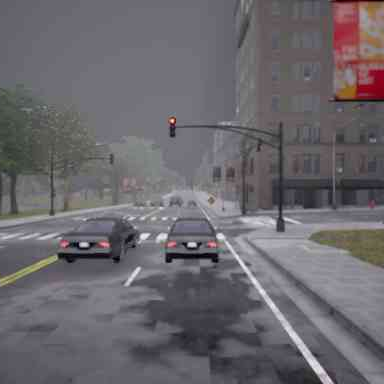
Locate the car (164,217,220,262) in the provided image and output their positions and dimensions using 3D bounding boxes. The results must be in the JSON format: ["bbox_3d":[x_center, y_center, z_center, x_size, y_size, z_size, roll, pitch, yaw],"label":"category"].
[{"bbox_3d":[0.008,1.654,12.517,2.033,1.411,5.357,0,0,0],"label":"car"}]

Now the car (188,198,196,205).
[{"bbox_3d":[0.017,2.222,79.720,1.837,1.490,4.892,0,-1,0],"label":"car"}]

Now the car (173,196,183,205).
[{"bbox_3d":[-3.233,1.947,79.753,2.150,2.045,5.566,0,-1,0],"label":"car"}]

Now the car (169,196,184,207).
[{"bbox_3d":[-3.224,1.885,64.992,2.150,2.045,5.566,0,0,0],"label":"car"}]

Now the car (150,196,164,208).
[{"bbox_3d":[-6.519,1.856,62.737,2.150,2.045,5.566,0,-1,1],"label":"car"}]

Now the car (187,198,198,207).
[{"bbox_3d":[0.039,2.178,65.926,1.837,1.490,4.892,0,0,1],"label":"car"}]

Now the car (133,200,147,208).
[{"bbox_3d":[-9.759,2.183,62.772,2.033,1.411,5.357,0,-1,1],"label":"car"}]

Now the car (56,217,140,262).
[{"bbox_3d":[-3.242,1.654,12.511,2.033,1.411,5.357,0,0,0],"label":"car"}]
